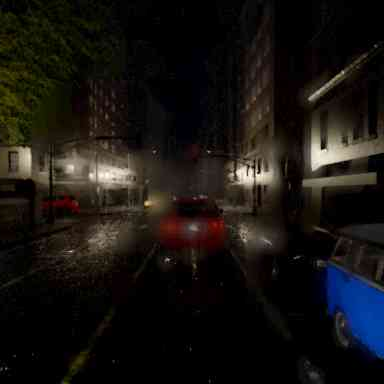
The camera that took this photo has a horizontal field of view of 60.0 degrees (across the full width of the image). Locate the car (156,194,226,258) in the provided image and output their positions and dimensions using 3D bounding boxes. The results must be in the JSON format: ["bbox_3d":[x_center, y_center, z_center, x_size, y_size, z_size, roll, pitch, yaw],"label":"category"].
[{"bbox_3d":[0.078,1.233,12.927,2.150,2.045,5.566,0,0,1],"label":"car"}]

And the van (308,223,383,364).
[{"bbox_3d":[2.854,1.344,3.611,1.690,1.788,3.998,0,0,0],"label":"van"}]

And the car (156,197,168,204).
[{"bbox_3d":[-5.689,1.591,63.609,1.887,1.381,4.507,0,0,0],"label":"car"}]

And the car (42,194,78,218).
[{"bbox_3d":[-13.174,1.228,29.986,5.566,2.045,2.150,0,-1,-5],"label":"car"}]

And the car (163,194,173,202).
[{"bbox_3d":[-5.695,1.385,79.962,2.192,1.841,5.009,0,0,0],"label":"car"}]

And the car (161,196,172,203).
[{"bbox_3d":[-5.692,1.612,74.511,2.008,1.369,4.403,0,0,0],"label":"car"}]

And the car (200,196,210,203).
[{"bbox_3d":[2.833,1.611,74.545,2.008,1.369,4.403,0,0,0],"label":"car"}]

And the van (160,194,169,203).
[{"bbox_3d":[-5.691,1.395,69.060,1.690,1.788,3.998,0,0,0],"label":"van"}]

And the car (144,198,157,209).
[{"bbox_3d":[-5.684,1.555,47.087,1.752,1.417,4.829,0,0,0],"label":"car"}]

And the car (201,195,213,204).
[{"bbox_3d":[2.835,1.485,63.648,1.967,1.590,4.097,0,0,0],"label":"car"}]

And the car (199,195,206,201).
[{"bbox_3d":[2.827,1.614,91.060,1.752,1.417,4.829,0,0,0],"label":"car"}]

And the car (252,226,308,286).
[{"bbox_3d":[2.853,1.574,9.271,1.947,1.339,4.313,0,0,0],"label":"car"}]

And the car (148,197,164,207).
[{"bbox_3d":[-5.685,1.585,52.707,2.008,1.369,4.403,0,0,0],"label":"car"}]
